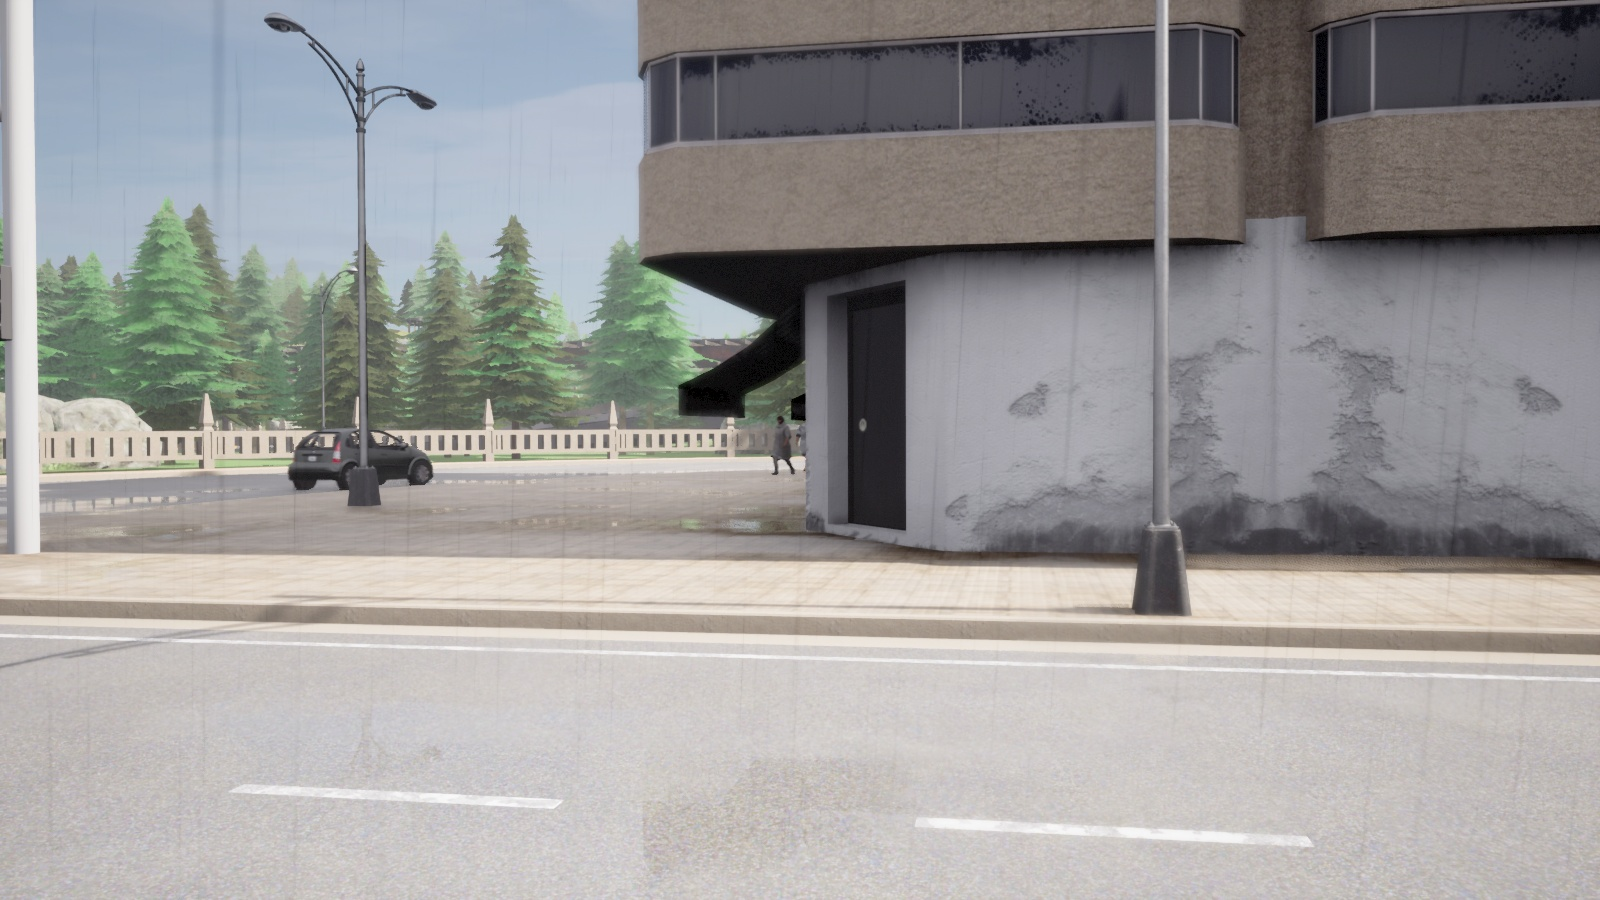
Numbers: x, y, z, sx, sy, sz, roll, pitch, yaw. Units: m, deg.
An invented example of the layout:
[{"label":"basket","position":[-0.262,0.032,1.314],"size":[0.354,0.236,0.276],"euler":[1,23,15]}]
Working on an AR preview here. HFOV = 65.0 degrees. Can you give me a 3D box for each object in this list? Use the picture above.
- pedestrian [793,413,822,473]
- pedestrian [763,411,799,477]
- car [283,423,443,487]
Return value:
[{"label":"pedestrian","position":[0.259,-0.244,41.519],"size":[0.659,1.952,0.873],"euler":[1,1,22]},{"label":"pedestrian","position":[-0.578,-0.185,37.941],"size":[0.659,1.952,0.873],"euler":[1,1,40]},{"label":"car","position":[-11.581,0.088,33.579],"size":[1.851,1.617,3.988],"euler":[1,1,23]}]
